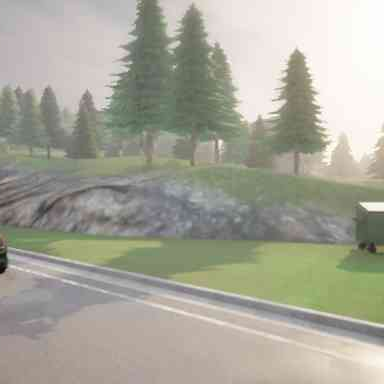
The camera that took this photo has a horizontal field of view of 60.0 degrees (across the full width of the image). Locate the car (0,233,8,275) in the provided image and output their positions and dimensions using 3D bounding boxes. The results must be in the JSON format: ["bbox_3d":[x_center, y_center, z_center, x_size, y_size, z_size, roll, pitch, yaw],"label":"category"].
[{"bbox_3d":[-6.975,1.294,8.973,4.553,1.767,2.097,0,0,36],"label":"car"}]
